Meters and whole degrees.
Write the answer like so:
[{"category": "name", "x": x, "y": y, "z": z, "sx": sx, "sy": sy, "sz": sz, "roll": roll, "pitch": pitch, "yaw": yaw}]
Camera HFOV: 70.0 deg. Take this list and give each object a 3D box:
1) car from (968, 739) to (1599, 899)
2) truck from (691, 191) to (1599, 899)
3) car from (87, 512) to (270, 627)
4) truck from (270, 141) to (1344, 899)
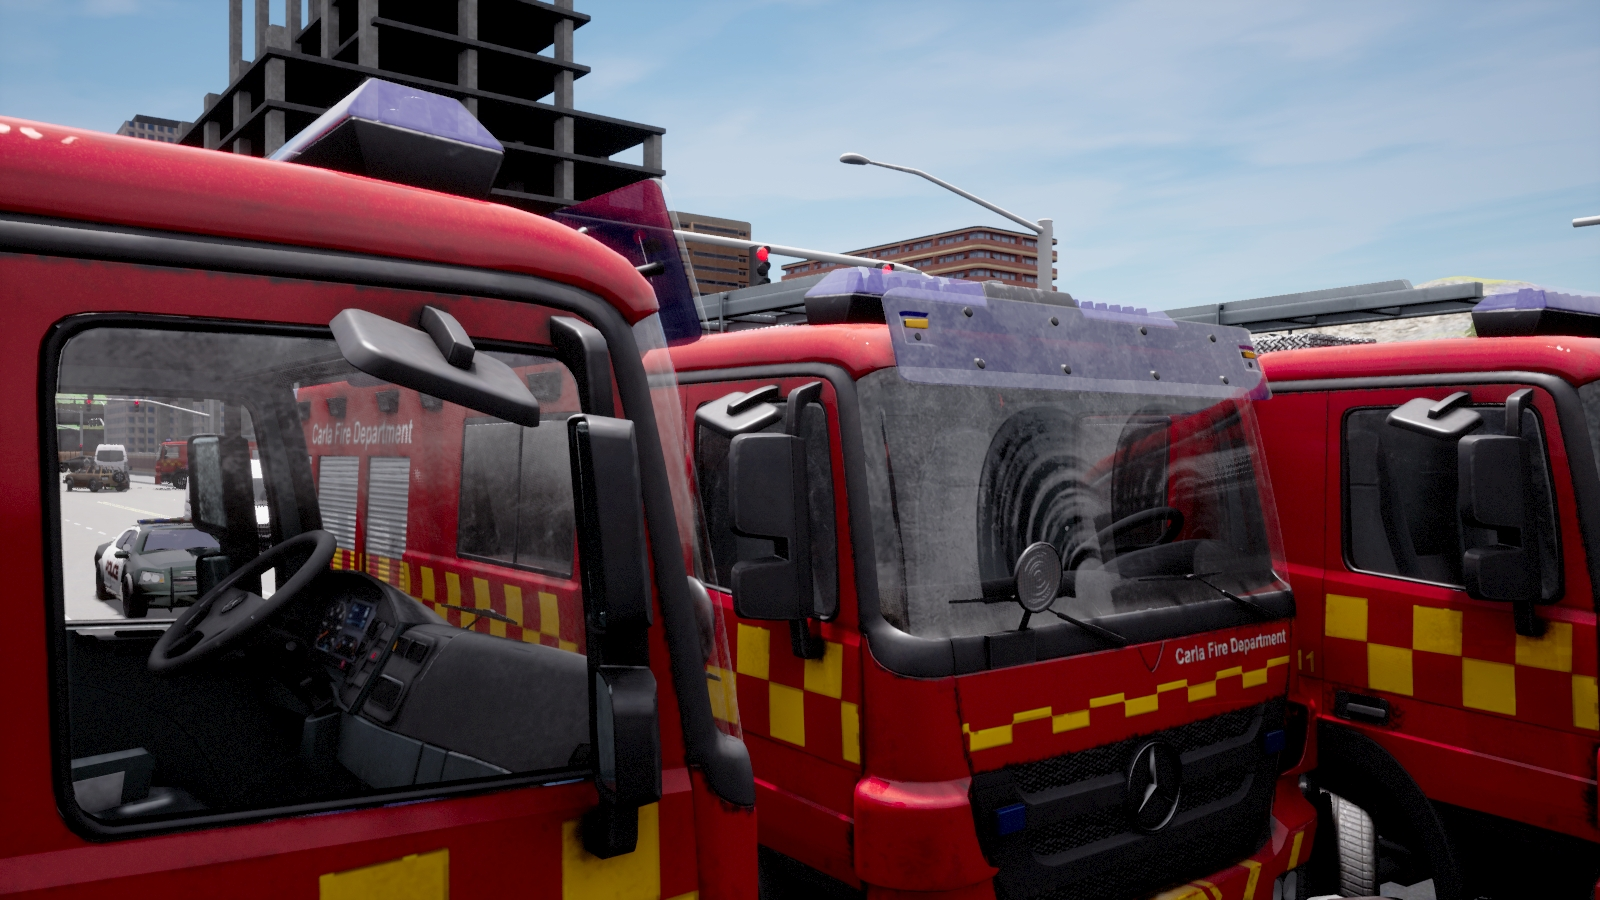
[{"category": "car", "x": 2.437, "y": 2.065, "z": 3.109, "sx": 1.970, "sy": 1.475, "sz": 3.806, "roll": 0, "pitch": 0, "yaw": -30}, {"category": "truck", "x": 2.348, "y": 0.890, "z": 8.605, "sx": 2.891, "sy": 3.827, "sz": 8.468, "roll": 0, "pitch": 0, "yaw": -31}, {"category": "car", "x": -11.386, "y": 2.037, "z": 20.746, "sx": 2.038, "sy": 1.542, "sz": 4.974, "roll": 0, "pitch": 0, "yaw": -39}, {"category": "truck", "x": -1.099, "y": 0.890, "z": 8.003, "sx": 2.891, "sy": 3.827, "sz": 8.468, "roll": 0, "pitch": 0, "yaw": -38}]
